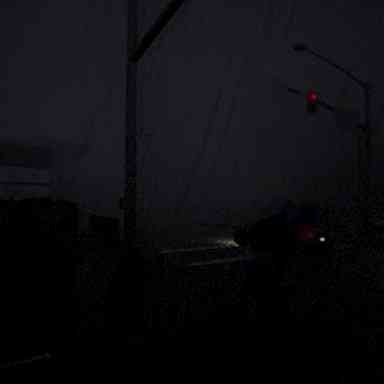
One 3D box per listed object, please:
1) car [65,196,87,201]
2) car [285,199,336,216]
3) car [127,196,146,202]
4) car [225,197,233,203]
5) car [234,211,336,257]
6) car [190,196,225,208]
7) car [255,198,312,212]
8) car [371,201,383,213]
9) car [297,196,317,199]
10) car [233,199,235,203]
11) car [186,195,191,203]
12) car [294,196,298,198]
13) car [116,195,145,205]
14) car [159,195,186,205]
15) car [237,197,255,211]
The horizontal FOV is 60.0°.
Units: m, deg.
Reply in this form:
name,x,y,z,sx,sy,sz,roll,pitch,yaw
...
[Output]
name,x,y,z,sx,sy,sz,roll,pitch,yaw
car,-27.902,1.638,79.259,5.357,1.411,2.033,1,-1,-35
car,10.548,1.658,28.838,4.514,1.523,2.007,1,-1,-35
car,-14.716,1.825,88.416,4.674,1.442,1.812,1,-1,-35
car,8.089,1.876,76.778,3.806,1.475,1.970,1,-1,-35
car,3.663,1.709,13.794,1.994,1.385,4.181,0,0,-34
car,2.529,1.715,53.702,4.514,1.523,2.007,1,-1,-35
car,8.709,1.649,31.380,5.027,1.636,2.152,1,-1,-35
car,24.094,1.939,41.946,3.806,1.475,1.970,1,-1,-35
car,21.358,1.749,59.068,4.605,1.855,1.932,1,-1,-35
car,12.029,1.801,71.703,5.027,1.636,2.152,1,-1,-35
car,0.212,1.853,75.745,4.514,1.523,2.007,1,-1,-35
car,19.356,1.723,61.214,3.866,1.878,1.905,1,-1,-35
car,-10.950,1.681,59.436,3.806,1.475,1.970,1,-1,-35
car,-4.018,1.525,64.323,4.605,1.855,1.932,1,-1,-35
car,8.217,1.736,45.486,3.633,1.501,1.845,1,-1,-35
